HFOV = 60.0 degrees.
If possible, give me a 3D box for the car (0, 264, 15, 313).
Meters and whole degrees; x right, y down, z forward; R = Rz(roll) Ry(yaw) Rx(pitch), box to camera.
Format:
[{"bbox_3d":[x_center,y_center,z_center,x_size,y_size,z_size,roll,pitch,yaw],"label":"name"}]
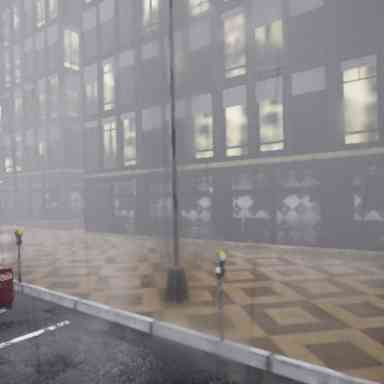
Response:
[{"bbox_3d":[-5.220,1.620,6.465,4.507,1.381,1.887,-1,-1,36],"label":"car"}]
